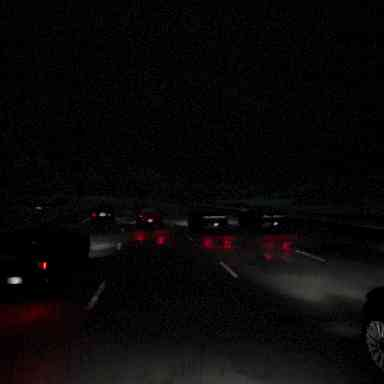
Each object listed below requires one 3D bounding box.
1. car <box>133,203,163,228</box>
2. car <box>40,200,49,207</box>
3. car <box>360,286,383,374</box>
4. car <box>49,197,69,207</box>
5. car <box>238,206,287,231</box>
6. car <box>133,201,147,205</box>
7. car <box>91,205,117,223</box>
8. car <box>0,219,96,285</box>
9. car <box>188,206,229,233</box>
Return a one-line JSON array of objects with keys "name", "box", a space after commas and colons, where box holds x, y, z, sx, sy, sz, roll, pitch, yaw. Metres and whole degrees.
[{"name": "car", "box": [-3.178, 1.755, 24.435, 1.812, 1.442, 4.674, 0, -1, -10]}, {"name": "car", "box": [-28.921, 2.270, 66.355, 1.812, 1.442, 4.674, 0, 0, -11]}, {"name": "car", "box": [3.298, 1.495, 2.679, 2.128, 1.511, 4.902, 0, 0, -2]}, {"name": "car", "box": [-24.634, 1.911, 62.471, 2.150, 2.045, 5.566, 0, 0, -11]}, {"name": "car", "box": [4.432, 1.650, 21.635, 2.128, 1.511, 4.902, 0, 0, -10]}, {"name": "car", "box": [-6.157, 1.862, 40.465, 1.882, 1.535, 5.008, 0, 0, -11]}, {"name": "car", "box": [-7.407, 1.835, 28.158, 2.033, 1.411, 5.357, 0, 0, -11]}, {"name": "car", "box": [-4.231, 1.711, 9.653, 1.895, 1.301, 4.718, 0, 0, -7]}, {"name": "car", "box": [0.951, 1.669, 21.264, 2.128, 1.511, 4.902, 0, 0, -10]}]
